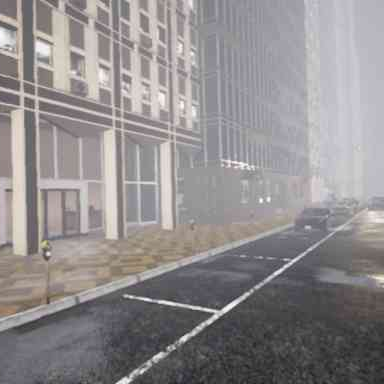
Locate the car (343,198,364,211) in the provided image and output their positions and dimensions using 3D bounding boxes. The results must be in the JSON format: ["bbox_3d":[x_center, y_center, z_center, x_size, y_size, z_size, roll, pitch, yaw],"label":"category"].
[{"bbox_3d":[19.126,1.423,39.338,1.752,1.417,4.829,-2,-1,31],"label":"car"}]

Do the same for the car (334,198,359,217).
[{"bbox_3d":[13.363,1.502,29.820,2.008,1.369,4.403,-2,-1,31],"label":"car"}]

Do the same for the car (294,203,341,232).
[{"bbox_3d":[7.511,1.574,20.157,1.947,1.339,4.313,-2,-1,31],"label":"car"}]

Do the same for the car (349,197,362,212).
[{"bbox_3d":[16.286,1.364,34.654,1.967,1.590,4.097,-2,-1,31],"label":"car"}]

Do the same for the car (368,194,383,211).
[{"bbox_3d":[21.399,1.171,38.014,2.097,1.767,4.553,-2,-1,32],"label":"car"}]
